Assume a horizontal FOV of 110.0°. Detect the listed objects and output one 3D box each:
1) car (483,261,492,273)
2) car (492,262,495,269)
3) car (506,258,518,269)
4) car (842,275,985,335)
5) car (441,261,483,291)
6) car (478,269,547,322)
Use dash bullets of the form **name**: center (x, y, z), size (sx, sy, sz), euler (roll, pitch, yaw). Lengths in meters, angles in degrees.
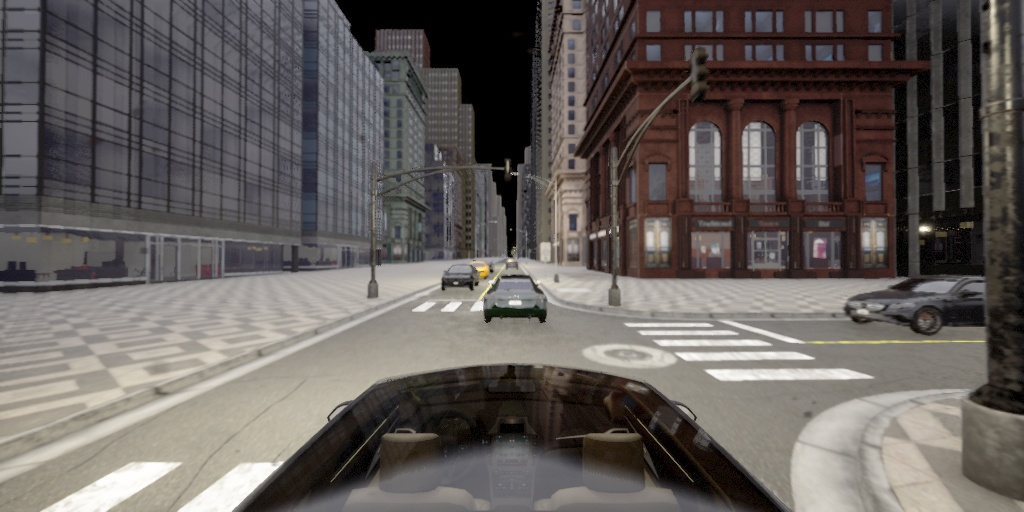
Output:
- **car**: center (-3.090, 1.222, 32.240), size (1.882, 1.535, 5.008), euler (0, 0, 0)
- **car**: center (-3.046, 1.282, 42.912), size (2.033, 1.411, 5.357), euler (0, 0, 1)
- **car**: center (0.005, 1.215, 52.714), size (2.128, 1.511, 4.902), euler (0, 0, 0)
- **car**: center (11.871, 1.259, 9.831), size (4.674, 1.442, 1.812), euler (0, -1, -2)
- **car**: center (-3.096, 1.227, 22.215), size (1.882, 1.535, 5.008), euler (0, 0, 0)
- **car**: center (0.102, 1.321, 12.420), size (1.994, 1.385, 4.181), euler (0, 0, 0)
